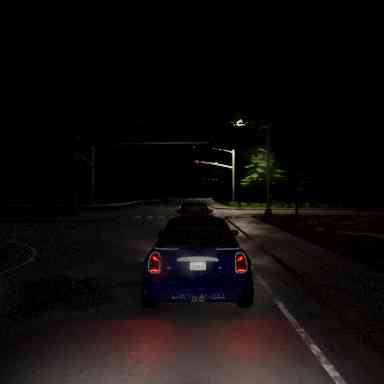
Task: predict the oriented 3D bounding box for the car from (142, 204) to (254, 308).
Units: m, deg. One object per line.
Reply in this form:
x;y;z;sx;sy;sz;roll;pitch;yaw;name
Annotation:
0.106;1.347;8.093;2.097;1.767;4.553;0;0;0;car

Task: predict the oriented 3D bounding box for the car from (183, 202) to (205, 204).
0.116;1.338;18.214;2.097;1.767;4.553;0;0;0;car
